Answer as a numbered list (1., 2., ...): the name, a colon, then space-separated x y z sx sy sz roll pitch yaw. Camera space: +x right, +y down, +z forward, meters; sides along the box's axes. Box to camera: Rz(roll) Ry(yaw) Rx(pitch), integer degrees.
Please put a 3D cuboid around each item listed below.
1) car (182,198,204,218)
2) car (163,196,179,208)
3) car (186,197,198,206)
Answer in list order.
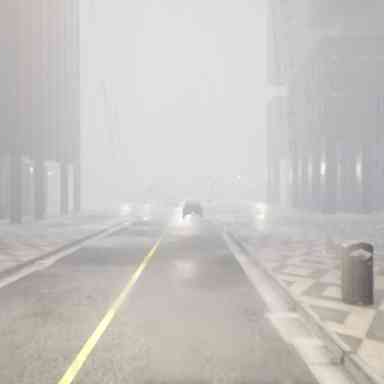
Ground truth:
1. car: 0.085 1.520 30.746 1.837 1.490 4.892 0 1 0
2. car: -3.059 1.376 48.334 2.097 1.767 4.553 0 0 0
3. car: 0.012 1.591 54.967 1.994 1.385 4.181 0 0 0
